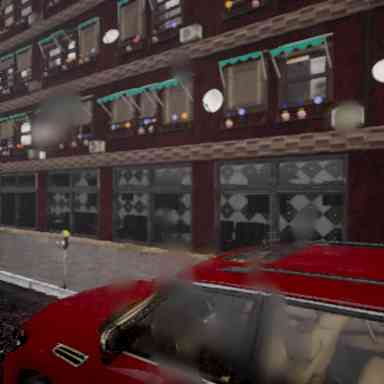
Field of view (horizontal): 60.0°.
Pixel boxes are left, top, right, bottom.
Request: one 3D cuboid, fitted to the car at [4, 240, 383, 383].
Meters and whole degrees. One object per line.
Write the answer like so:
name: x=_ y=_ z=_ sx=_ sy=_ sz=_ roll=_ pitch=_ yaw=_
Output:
car: x=0.709 y=1.315 z=2.365 sx=5.009 sy=1.841 sz=2.192 roll=0 pitch=0 yaw=35
